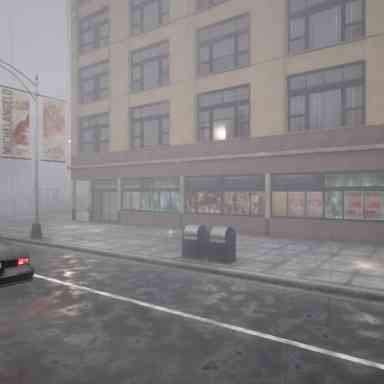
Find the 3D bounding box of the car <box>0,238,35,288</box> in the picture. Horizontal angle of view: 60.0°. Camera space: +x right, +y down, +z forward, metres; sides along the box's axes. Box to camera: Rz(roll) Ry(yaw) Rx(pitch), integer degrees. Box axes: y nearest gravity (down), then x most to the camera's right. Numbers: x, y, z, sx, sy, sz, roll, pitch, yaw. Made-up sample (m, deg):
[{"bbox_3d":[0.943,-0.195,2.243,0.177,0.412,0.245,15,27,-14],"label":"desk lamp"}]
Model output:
[{"bbox_3d":[-6.030,1.547,8.165,5.357,1.411,2.033,0,0,35],"label":"car"}]
